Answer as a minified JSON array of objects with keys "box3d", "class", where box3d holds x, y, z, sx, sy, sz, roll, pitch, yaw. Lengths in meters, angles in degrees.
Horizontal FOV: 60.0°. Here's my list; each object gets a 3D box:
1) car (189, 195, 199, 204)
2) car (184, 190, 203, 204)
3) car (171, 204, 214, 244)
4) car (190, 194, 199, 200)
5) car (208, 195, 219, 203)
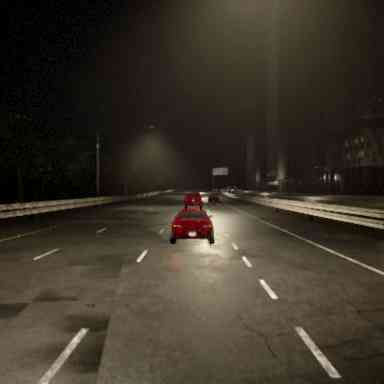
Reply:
[{"box3d":[0.371,1.274,59.656,1.837,1.490,4.892,0,0,1],"class":"car"},{"box3d":[0.180,1.086,41.701,2.150,2.045,5.566,0,0,1],"class":"car"},{"box3d":[0.024,1.508,15.654,1.812,1.442,4.674,0,0,0],"class":"car"},{"box3d":[0.632,1.109,77.683,1.994,1.385,4.181,0,1,1],"class":"car"},{"box3d":[4.000,1.233,61.954,1.882,1.535,5.008,0,0,1],"class":"car"}]
